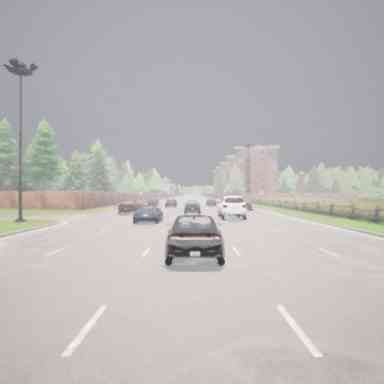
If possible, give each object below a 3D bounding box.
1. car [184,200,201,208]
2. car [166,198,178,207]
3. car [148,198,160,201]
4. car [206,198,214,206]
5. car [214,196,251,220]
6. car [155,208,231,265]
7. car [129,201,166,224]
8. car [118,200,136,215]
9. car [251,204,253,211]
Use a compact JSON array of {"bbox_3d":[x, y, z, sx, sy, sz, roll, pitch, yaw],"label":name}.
[{"bbox_3d":[0.052,1.740,40.166,1.812,1.442,4.674,0,0,0],"label":"car"},{"bbox_3d":[-3.472,1.794,56.801,2.128,1.511,4.902,0,0,0],"label":"car"},{"bbox_3d":[-6.976,1.813,60.125,2.128,1.511,4.902,0,-1,0],"label":"car"},{"bbox_3d":[3.523,1.813,60.982,2.128,1.511,4.902,0,-1,0],"label":"car"},{"bbox_3d":[3.562,1.381,30.251,2.150,2.045,5.566,0,0,0],"label":"car"},{"bbox_3d":[0.088,1.557,11.902,2.128,1.511,4.902,0,0,0],"label":"car"},{"bbox_3d":[-3.429,1.706,26.474,1.994,1.385,4.181,0,0,0],"label":"car"},{"bbox_3d":[-6.946,1.680,37.340,1.882,1.535,5.008,0,-1,0],"label":"car"},{"bbox_3d":[7.046,1.765,45.500,1.812,1.442,4.674,0,0,0],"label":"car"}]
